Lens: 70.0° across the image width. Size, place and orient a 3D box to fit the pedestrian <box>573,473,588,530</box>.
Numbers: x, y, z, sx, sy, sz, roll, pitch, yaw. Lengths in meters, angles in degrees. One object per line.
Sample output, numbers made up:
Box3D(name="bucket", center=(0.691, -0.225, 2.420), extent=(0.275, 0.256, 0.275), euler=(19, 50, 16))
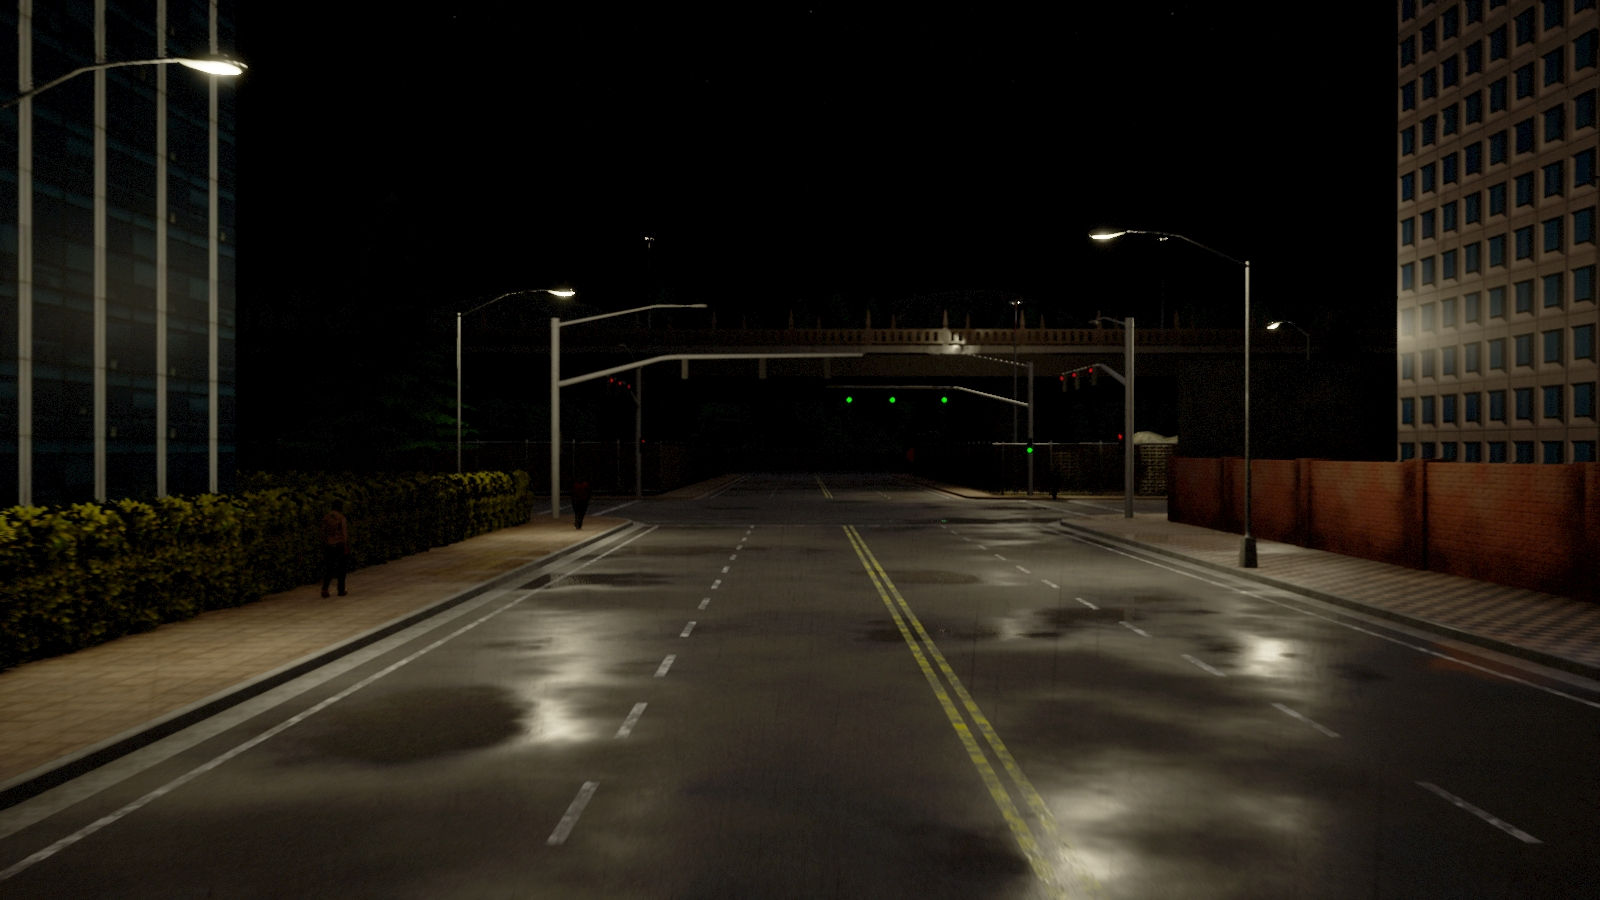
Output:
Box3D(name="pedestrian", center=(-7.252, 1.702, 37.695), extent=(0.375, 1.860, 0.375), euler=(0, 0, 10))

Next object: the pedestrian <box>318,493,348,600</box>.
Box3D(name="pedestrian", center=(-8.284, 1.700, 20.277), extent=(0.375, 1.860, 0.375), euler=(0, 0, 5))
